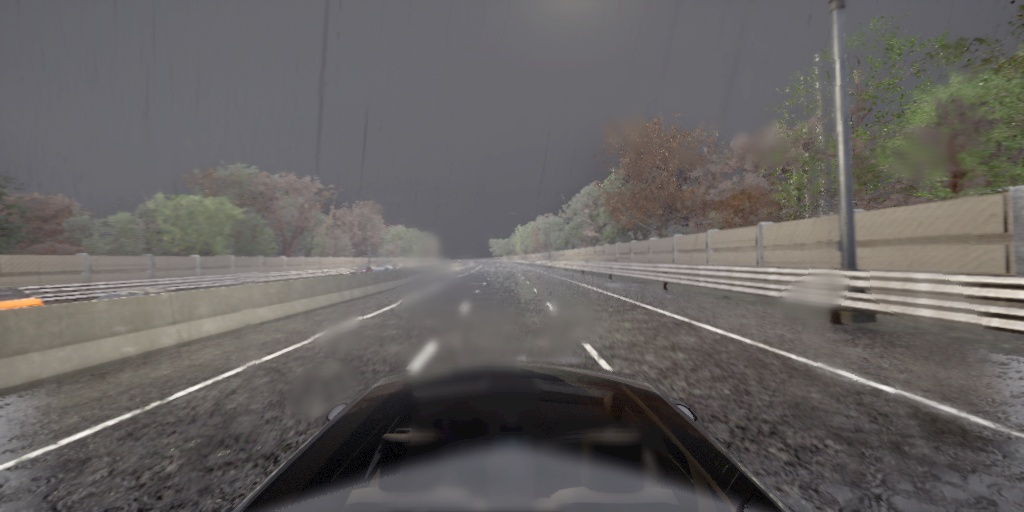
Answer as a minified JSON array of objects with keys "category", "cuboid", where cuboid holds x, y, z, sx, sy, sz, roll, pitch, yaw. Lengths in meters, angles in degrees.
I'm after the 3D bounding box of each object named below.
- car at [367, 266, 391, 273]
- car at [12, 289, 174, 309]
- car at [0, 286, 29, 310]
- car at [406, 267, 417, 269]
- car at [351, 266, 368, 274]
[{"category":"car","cuboid":[-18.698,2.291,51.645,1.812,1.442,4.674,-2,0,-2]},{"category":"car","cuboid":[-14.278,1.940,13.337,1.895,1.301,4.718,-2,0,-1]},{"category":"car","cuboid":[-17.751,1.797,10.908,2.097,1.767,4.553,-2,0,-1]},{"category":"car","cuboid":[-15.268,2.262,53.861,1.895,1.301,4.718,-2,0,-1]},{"category":"car","cuboid":[-22.273,2.257,53.649,2.097,1.767,4.553,-2,0,-2]}]
